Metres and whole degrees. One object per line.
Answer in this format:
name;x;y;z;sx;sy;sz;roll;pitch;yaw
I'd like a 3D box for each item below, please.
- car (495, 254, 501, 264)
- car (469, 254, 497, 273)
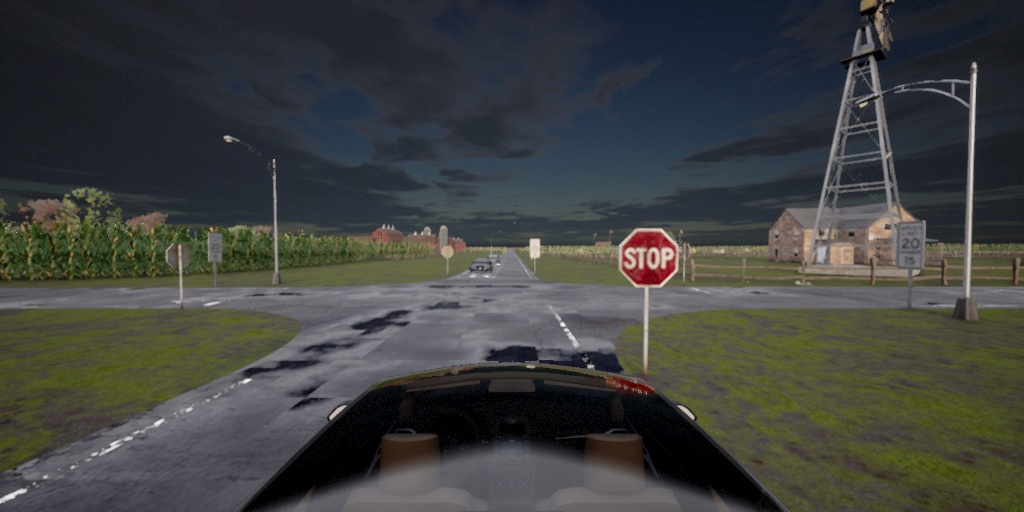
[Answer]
car;-2.720;0.403;53.264;1.812;1.442;4.674;0;1;0
car;-2.733;0.830;32.735;1.994;1.385;4.181;0;2;0
